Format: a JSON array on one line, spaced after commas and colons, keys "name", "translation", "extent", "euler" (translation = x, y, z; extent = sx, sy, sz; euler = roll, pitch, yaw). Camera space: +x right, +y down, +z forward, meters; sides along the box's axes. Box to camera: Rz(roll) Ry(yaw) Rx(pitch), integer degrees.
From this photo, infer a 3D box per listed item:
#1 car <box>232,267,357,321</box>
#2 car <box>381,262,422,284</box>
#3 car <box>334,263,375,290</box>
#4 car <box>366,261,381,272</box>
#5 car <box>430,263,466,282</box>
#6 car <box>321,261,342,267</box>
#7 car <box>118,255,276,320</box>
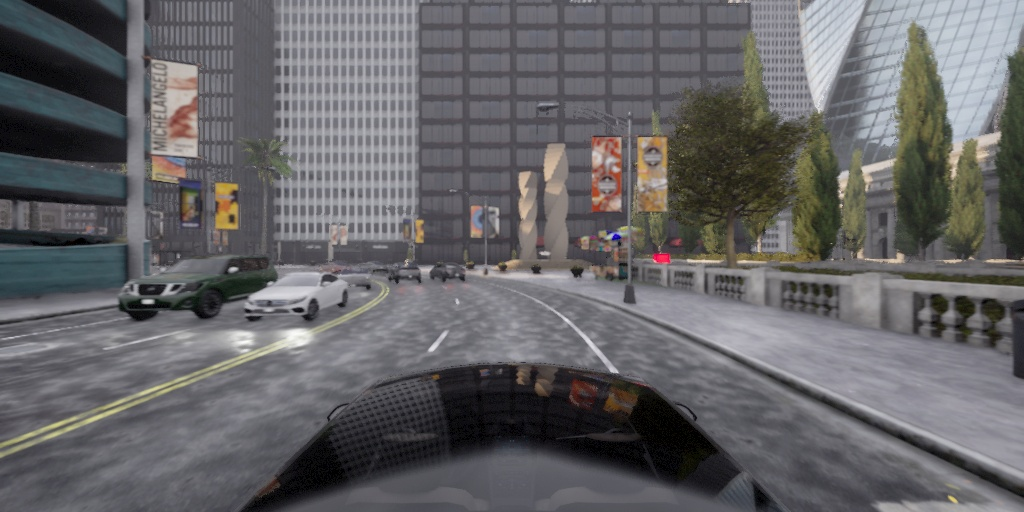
[{"name": "car", "translation": [-7.226, 1.270, 12.598], "extent": [1.812, 1.442, 4.674], "euler": [0, 0, -6]}, {"name": "car", "translation": [-8.218, 1.229, 27.176], "extent": [2.128, 1.511, 4.902], "euler": [0, 0, -28]}, {"name": "car", "translation": [-9.741, 1.340, 22.335], "extent": [1.895, 1.301, 4.718], "euler": [0, 0, -21]}, {"name": "car", "translation": [-16.636, 1.292, 42.702], "extent": [4.181, 1.385, 1.994], "euler": [0, 0, 40]}, {"name": "car", "translation": [-5.229, 1.261, 29.019], "extent": [1.812, 1.442, 4.674], "euler": [0, 0, -29]}, {"name": "car", "translation": [-20.208, 1.293, 41.053], "extent": [4.181, 1.385, 1.994], "euler": [0, 0, 37]}, {"name": "car", "translation": [-10.837, 0.966, 13.119], "extent": [2.150, 2.045, 5.566], "euler": [0, 0, -6]}]
